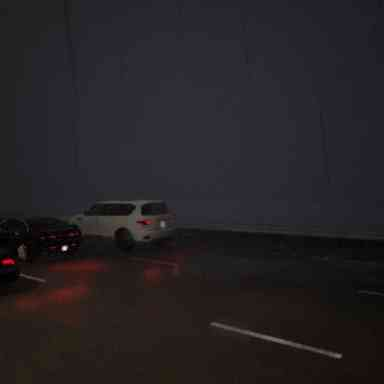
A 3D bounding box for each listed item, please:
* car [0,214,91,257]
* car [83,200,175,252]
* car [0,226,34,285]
[{"bbox_3d":[-6.275,1.671,12.702,4.892,1.490,1.837,0,0,36],"label":"car"},{"bbox_3d":[-3.335,1.373,14.889,5.566,2.045,2.150,-1,0,36],"label":"car"},{"bbox_3d":[-6.536,1.684,8.562,5.357,1.411,2.033,-1,-1,36],"label":"car"}]
